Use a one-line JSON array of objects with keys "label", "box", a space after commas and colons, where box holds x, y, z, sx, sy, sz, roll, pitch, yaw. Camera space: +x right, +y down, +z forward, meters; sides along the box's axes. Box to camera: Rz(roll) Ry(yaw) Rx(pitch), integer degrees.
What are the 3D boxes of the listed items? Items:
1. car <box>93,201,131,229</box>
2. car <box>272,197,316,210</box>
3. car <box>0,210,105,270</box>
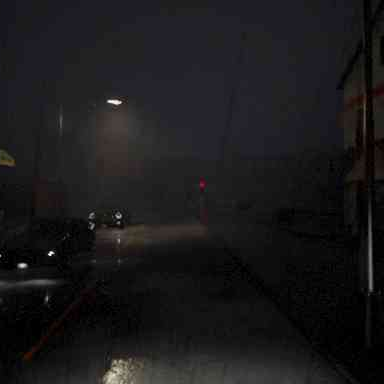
[{"label": "car", "box": [-5.286, 1.412, 21.815, 2.097, 1.767, 4.553, -1, 0, -3]}, {"label": "car", "box": [11.935, 1.315, 38.802, 5.008, 1.535, 1.882, -1, 0, -3]}, {"label": "car", "box": [-4.716, 1.603, 11.621, 2.033, 1.411, 5.357, -1, 0, -3]}]
